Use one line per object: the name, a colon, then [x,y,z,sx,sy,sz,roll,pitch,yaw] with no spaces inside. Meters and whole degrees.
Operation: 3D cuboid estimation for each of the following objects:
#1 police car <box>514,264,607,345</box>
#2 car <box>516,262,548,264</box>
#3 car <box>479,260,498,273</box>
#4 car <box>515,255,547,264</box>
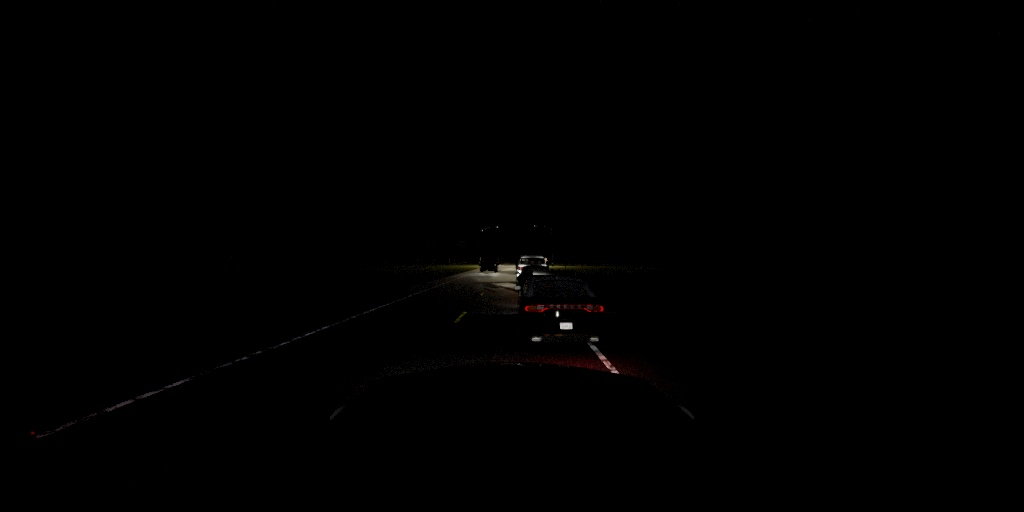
police car: [1.095,1.175,9.651,1.930,1.638,5.238,0,0,1]
car: [1.247,1.253,19.511,1.837,1.490,4.892,0,0,1]
car: [-2.651,1.235,42.078,1.837,1.490,4.892,0,0,3]
car: [1.391,0.968,25.521,2.150,2.045,5.566,0,0,2]
